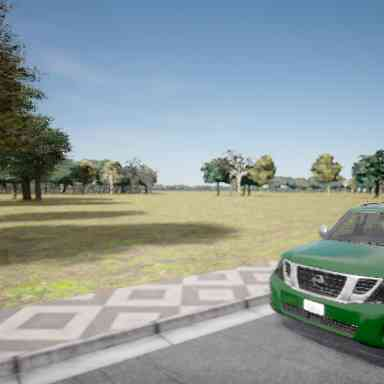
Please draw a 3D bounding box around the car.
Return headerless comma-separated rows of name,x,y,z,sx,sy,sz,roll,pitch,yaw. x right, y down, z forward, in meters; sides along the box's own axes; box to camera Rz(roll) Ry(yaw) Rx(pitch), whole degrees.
car,3.921,1.236,6.178,5.566,2.045,2.150,0,0,-35
